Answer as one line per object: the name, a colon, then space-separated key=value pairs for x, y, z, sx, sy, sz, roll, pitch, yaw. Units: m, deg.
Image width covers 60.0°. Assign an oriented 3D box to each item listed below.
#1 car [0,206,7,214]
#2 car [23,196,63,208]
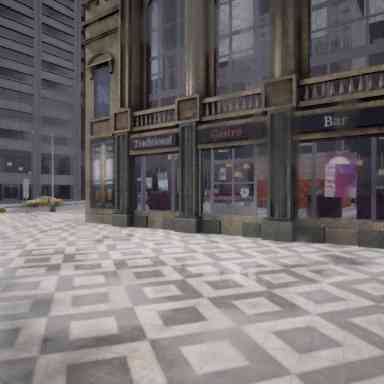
car: x=-18.097 y=1.342 z=27.718 sx=1.752 sy=1.417 sz=4.829 roll=1 pitch=2 yaw=36
car: x=-18.577 y=1.145 z=41.619 sx=1.752 sy=1.417 sz=4.829 roll=1 pitch=2 yaw=36
